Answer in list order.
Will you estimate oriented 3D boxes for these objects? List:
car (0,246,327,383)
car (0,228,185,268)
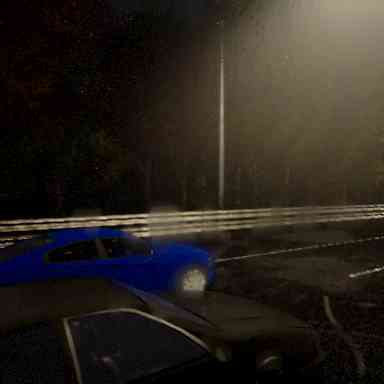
[{"bbox_3d":[-1.122,1.543,2.909,5.357,1.411,2.033,0,0,-35],"label":"car"},{"bbox_3d":[-1.809,1.467,6.665,5.008,1.535,1.882,0,0,-35],"label":"car"}]
